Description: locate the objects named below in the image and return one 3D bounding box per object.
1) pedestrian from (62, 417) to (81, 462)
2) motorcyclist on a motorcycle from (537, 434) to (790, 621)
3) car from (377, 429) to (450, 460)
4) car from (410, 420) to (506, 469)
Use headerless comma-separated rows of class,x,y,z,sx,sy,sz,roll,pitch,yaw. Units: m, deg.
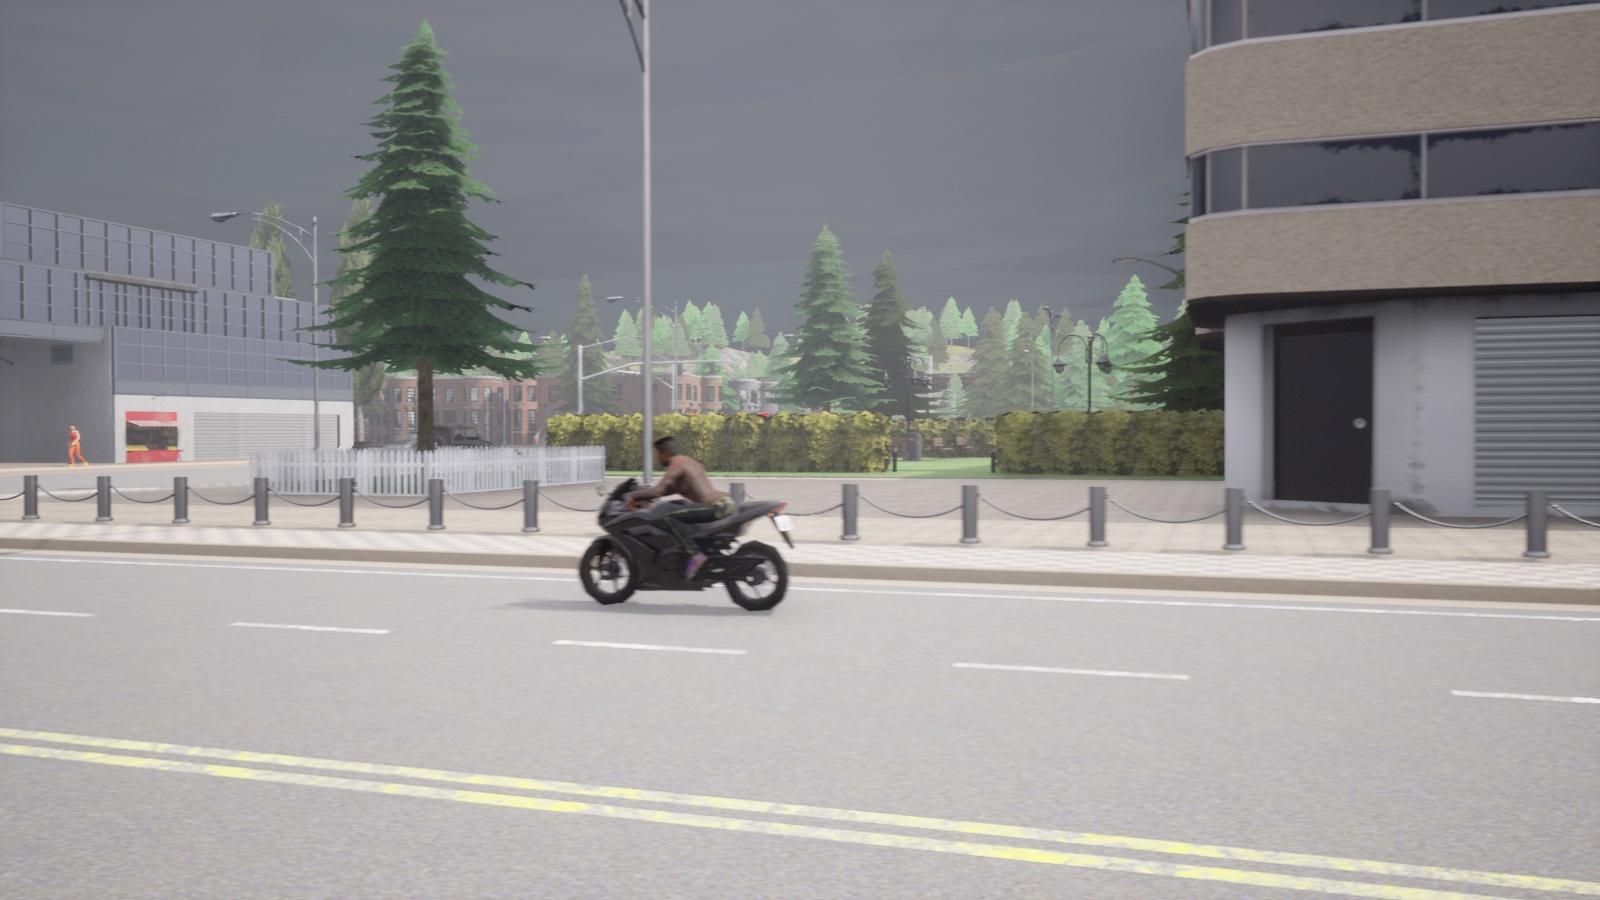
pedestrian,-29.907,-0.453,51.574,0.345,1.836,0.594,1,1,18
motorcyclist on a motorcycle,-1.190,0.628,10.978,2.044,1.523,0.797,1,1,19
car,-20.073,-0.317,65.381,1.789,1.549,3.705,1,1,19
car,-13.844,-0.248,51.069,1.905,1.878,3.866,1,1,19
